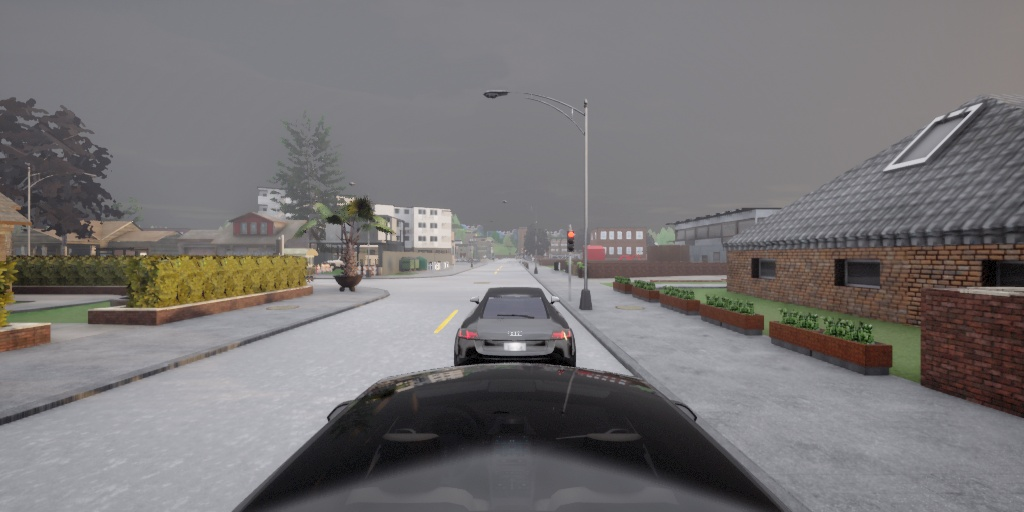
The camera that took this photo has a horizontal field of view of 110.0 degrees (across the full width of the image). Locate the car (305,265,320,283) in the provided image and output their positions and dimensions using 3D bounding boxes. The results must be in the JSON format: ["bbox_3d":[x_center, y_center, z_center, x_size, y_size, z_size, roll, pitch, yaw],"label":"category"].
[{"bbox_3d":[-16.265,1.102,24.773,4.553,1.767,2.097,0,0,0],"label":"car"}]

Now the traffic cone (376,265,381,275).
[{"bbox_3d":[-15.391,1.558,40.712,0.344,0.586,0.344,0,0,0],"label":"traffic cone"}]

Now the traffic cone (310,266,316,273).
[{"bbox_3d":[-19.799,1.568,35.259,0.344,0.586,0.344,0,0,0],"label":"traffic cone"}]

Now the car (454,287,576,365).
[{"bbox_3d":[0.059,1.314,7.326,1.994,1.385,4.181,0,0,0],"label":"car"}]

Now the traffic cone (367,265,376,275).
[{"bbox_3d":[-15.752,1.561,40.143,0.344,0.586,0.344,0,0,0],"label":"traffic cone"}]
